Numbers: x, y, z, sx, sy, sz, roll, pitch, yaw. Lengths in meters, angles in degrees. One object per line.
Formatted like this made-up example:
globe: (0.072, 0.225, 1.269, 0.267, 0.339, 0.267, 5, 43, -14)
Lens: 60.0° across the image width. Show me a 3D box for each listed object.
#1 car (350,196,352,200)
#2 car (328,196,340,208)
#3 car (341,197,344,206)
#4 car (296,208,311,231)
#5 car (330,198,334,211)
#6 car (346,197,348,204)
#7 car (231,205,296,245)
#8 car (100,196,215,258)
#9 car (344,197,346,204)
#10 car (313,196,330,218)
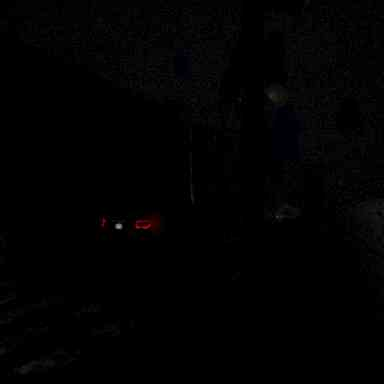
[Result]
car: (34.585, 1.770, 75.520, 1.947, 1.339, 4.313, 0, 0, 28)
car: (16.243, 1.335, 40.289, 2.192, 1.841, 5.009, 0, 0, 28)
car: (21.483, 1.646, 50.355, 1.802, 1.307, 4.206, 0, 0, 28)
car: (5.841, 1.479, 20.307, 1.752, 1.417, 4.829, 0, 0, 28)
car: (13.623, 1.582, 35.255, 1.802, 1.307, 4.206, 0, 0, 28)
car: (26.803, 1.642, 60.572, 1.752, 1.417, 4.829, 0, 0, 28)
car: (3.142, 1.492, 15.122, 2.008, 1.369, 4.403, 0, 0, 28)
car: (-1.060, 1.171, 12.780, 2.150, 2.045, 5.566, 0, 0, 28)
car: (24.104, 1.671, 55.388, 1.802, 1.307, 4.206, 0, 0, 28)
car: (11.003, 1.423, 30.223, 1.967, 1.590, 4.097, 0, 0, 28)
